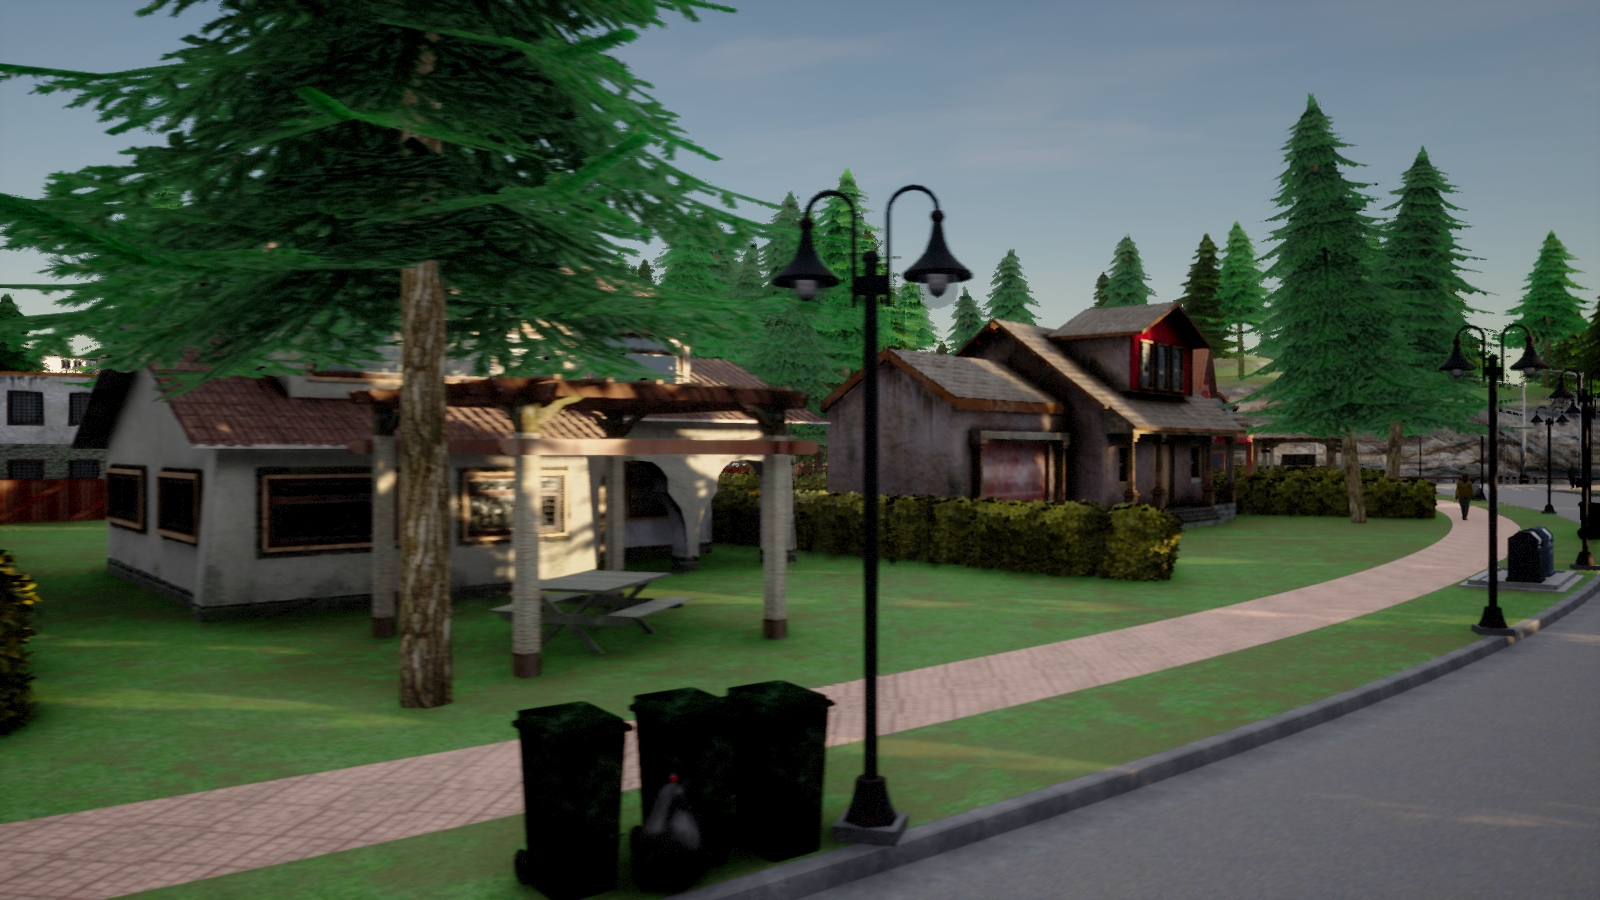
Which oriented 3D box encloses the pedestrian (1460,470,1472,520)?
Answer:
[{"bbox_3d":[24.697,1.663,42.385,0.375,1.860,0.375,0,0,28],"label":"pedestrian"}]
